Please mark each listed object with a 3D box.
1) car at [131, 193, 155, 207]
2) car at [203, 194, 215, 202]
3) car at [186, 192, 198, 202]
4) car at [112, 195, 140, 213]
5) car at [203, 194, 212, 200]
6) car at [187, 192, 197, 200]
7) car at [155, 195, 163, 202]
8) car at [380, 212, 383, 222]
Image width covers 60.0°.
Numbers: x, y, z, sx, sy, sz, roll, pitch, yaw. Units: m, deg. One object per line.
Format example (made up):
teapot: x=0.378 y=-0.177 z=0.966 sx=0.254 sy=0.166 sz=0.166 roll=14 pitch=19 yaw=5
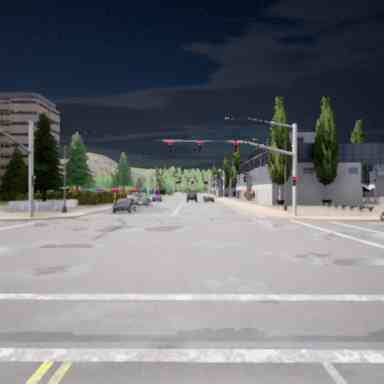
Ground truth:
car: x=-7.094 y=1.351 z=48.115 sx=2.128 sy=1.511 sz=4.902 roll=0 pitch=0 yaw=0
car: x=3.485 y=1.406 z=67.018 sx=1.895 sy=1.301 sz=4.718 roll=0 pitch=0 yaw=0
car: x=-0.015 y=1.028 z=66.642 sx=2.150 sy=2.045 sz=5.566 roll=0 pitch=0 yaw=0
car: x=-7.125 y=1.401 z=35.497 sx=1.837 sy=1.490 sz=4.892 roll=0 pitch=0 yaw=1
car: x=3.483 y=1.226 z=77.325 sx=1.895 sy=1.301 sz=4.718 roll=0 pitch=0 yaw=0
car: x=-0.017 y=0.986 z=77.264 sx=2.097 sy=1.767 sz=4.553 roll=0 pitch=0 yaw=0
car: x=-7.016 y=1.351 z=67.716 sx=2.033 sy=1.411 sz=5.357 roll=0 pitch=0 yaw=0
car: x=14.973 y=1.441 z=21.786 sx=4.892 sy=1.490 sz=1.837 roll=0 pitch=0 yaw=0
